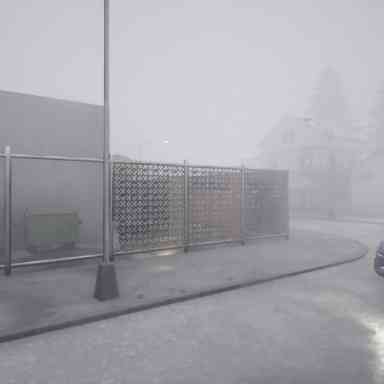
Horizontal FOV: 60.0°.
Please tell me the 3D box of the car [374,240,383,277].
[{"bbox_3d":[6.883,1.478,9.146,5.008,1.535,1.882,0,1,-39],"label":"car"}]
